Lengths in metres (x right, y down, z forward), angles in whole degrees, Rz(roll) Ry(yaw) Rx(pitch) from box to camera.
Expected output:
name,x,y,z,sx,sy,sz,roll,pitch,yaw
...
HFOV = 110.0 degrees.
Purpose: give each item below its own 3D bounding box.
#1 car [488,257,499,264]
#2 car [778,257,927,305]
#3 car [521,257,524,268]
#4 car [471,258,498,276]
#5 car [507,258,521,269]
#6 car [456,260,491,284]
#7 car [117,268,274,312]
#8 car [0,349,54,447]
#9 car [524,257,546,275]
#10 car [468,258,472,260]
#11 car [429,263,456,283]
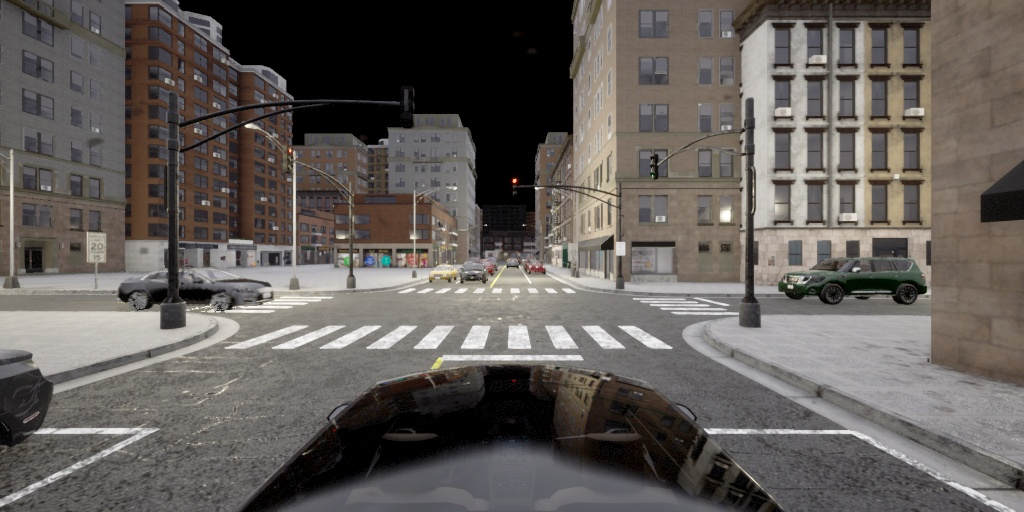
name,x,y,z,sx,sy,sz,roll,pitch,yaw
car,-2.814,1.256,47.962,1.837,1.490,4.892,0,0,0
car,15.351,1.056,16.302,5.566,2.045,2.150,0,0,-2
car,2.659,1.066,45.480,2.192,1.841,5.009,0,0,0
car,-2.834,1.229,37.547,1.882,1.535,5.008,0,0,0
car,0.121,1.317,58.549,1.994,1.385,4.181,0,0,1
car,-2.815,1.255,27.230,1.837,1.490,4.892,0,0,-1
car,-11.557,1.190,13.310,4.902,1.511,2.128,0,0,0
car,-5.388,1.300,1.653,2.007,1.370,4.403,0,0,0
car,2.656,1.191,39.818,1.967,1.591,4.097,0,0,0
car,-5.366,1.302,45.485,2.007,1.370,4.403,0,0,0
car,-5.375,1.276,28.329,1.751,1.417,4.829,0,0,0
